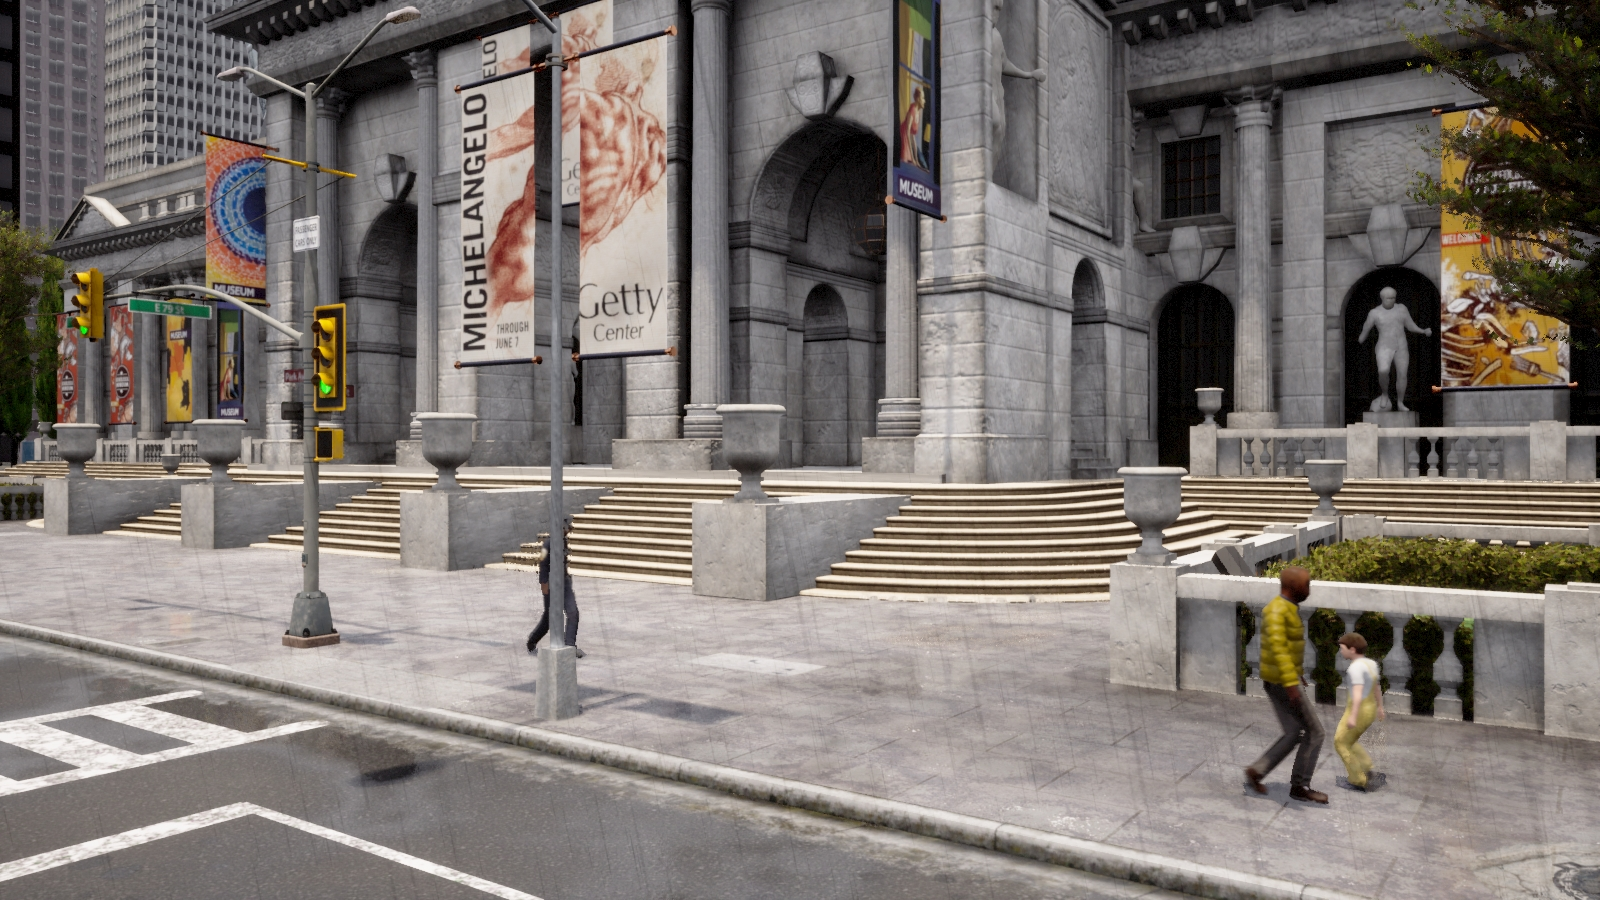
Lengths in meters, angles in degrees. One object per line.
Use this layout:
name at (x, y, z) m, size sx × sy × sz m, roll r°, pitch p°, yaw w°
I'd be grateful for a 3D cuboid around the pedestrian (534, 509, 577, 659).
pedestrian at (-3.119, 1.692, 14.586) m, size 0.375 × 1.860 × 0.375 m, roll 0°, pitch 0°, yaw 32°

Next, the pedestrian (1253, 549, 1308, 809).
pedestrian at (3.626, 1.696, 8.613) m, size 0.375 × 1.860 × 0.375 m, roll 0°, pitch 0°, yaw 24°

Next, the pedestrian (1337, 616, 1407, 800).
pedestrian at (4.426, 1.975, 8.842) m, size 0.375 × 1.300 × 0.375 m, roll 0°, pitch 0°, yaw -44°
